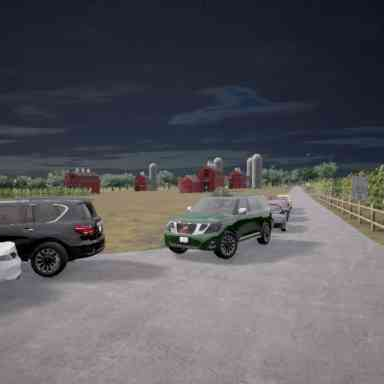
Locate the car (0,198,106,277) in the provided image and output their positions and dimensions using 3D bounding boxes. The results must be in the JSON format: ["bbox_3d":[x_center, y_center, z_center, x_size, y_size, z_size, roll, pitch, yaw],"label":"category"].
[{"bbox_3d":[-5.379,1.229,9.608,5.566,2.045,2.150,-1,1,-4],"label":"car"}]

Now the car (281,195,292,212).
[{"bbox_3d":[6.230,1.239,24.755,1.882,1.535,5.008,0,0,18],"label":"car"}]

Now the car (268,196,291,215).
[{"bbox_3d":[8.144,1.203,30.803,1.837,1.490,4.892,0,0,17],"label":"car"}]

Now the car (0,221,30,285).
[{"bbox_3d":[-6.021,1.613,6.608,4.674,1.442,1.812,-2,2,-35],"label":"car"}]

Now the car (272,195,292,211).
[{"bbox_3d":[9.950,1.116,36.509,1.882,1.535,5.008,0,0,18],"label":"car"}]

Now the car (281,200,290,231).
[{"bbox_3d":[4.387,1.383,19.019,1.994,1.385,4.181,0,0,17],"label":"car"}]

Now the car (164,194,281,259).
[{"bbox_3d":[1.279,1.110,12.690,2.150,2.045,5.566,0,0,34],"label":"car"}]
